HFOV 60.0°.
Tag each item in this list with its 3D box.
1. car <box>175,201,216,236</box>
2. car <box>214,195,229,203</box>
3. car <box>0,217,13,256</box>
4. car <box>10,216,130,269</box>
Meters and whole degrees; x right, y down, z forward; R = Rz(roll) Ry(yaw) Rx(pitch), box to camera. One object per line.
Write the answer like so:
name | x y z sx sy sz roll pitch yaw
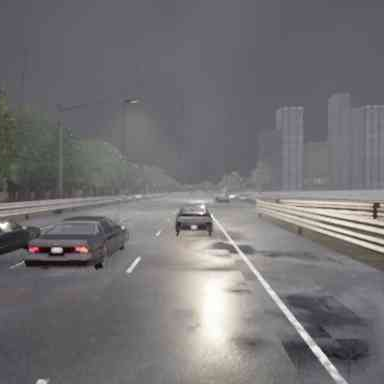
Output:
car | 0.097 1.400 17.861 2.128 1.511 4.902 0 0 0
car | 5.389 1.292 60.695 1.994 1.385 4.181 0 0 -7
car | -6.899 1.495 10.838 2.033 1.411 5.357 0 0 0
car | -3.399 1.495 10.876 2.033 1.411 5.357 0 0 0
